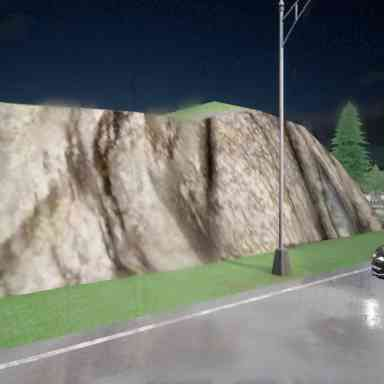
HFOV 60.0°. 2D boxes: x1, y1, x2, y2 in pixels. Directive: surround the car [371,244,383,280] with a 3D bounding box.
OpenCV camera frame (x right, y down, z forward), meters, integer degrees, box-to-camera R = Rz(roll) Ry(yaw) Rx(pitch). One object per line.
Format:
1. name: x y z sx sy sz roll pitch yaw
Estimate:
1. car: 6.607 1.505 8.744 4.892 1.490 1.837 0 0 -36
